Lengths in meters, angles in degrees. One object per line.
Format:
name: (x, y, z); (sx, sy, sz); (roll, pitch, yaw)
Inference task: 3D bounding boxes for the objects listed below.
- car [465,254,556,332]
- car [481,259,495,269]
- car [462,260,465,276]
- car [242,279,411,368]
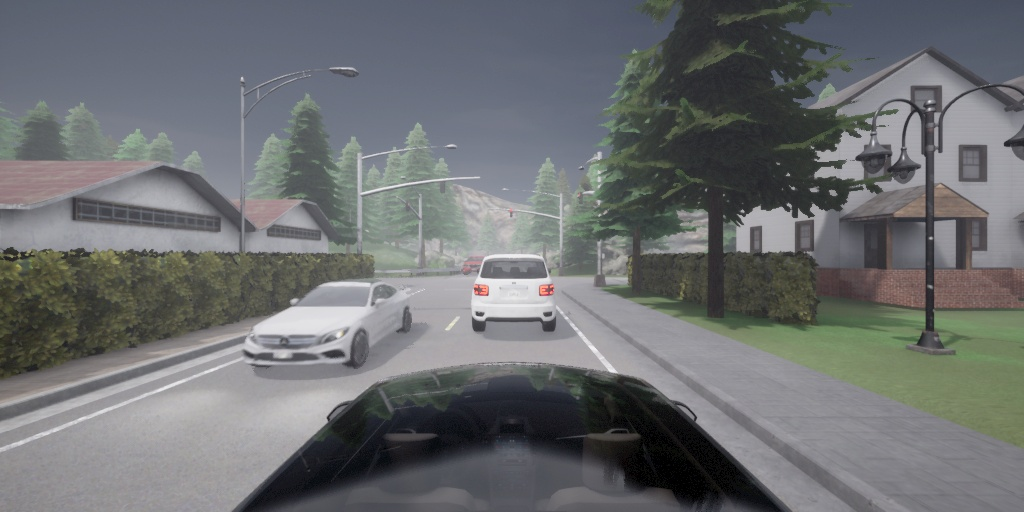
car: (0.061, 0.971, 11.023); (2.150, 2.045, 5.566); (0, 0, 0)
car: (-3.626, 1.256, 55.523); (1.837, 1.490, 4.892); (0, -1, 0)
car: (-3.669, 0.969, 37.455); (2.150, 2.045, 5.566); (0, 0, 2)
car: (-3.601, 1.276, 7.966); (1.812, 1.442, 4.674); (0, 0, 0)
